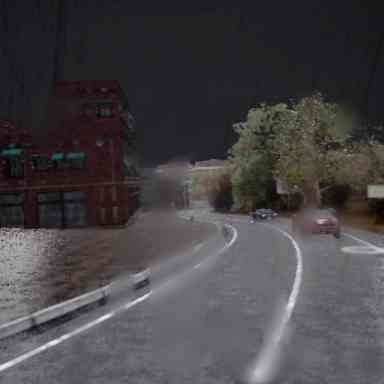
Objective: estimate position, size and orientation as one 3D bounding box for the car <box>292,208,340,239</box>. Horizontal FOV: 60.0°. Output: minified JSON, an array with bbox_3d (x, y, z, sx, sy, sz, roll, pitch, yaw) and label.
[{"bbox_3d":[7.317,1.716,20.025,2.097,1.767,4.553,-3,-2,11],"label":"car"}]

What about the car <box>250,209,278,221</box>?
[{"bbox_3d":[7.970,2.556,37.344,1.895,1.301,4.718,-4,-2,-5],"label":"car"}]
